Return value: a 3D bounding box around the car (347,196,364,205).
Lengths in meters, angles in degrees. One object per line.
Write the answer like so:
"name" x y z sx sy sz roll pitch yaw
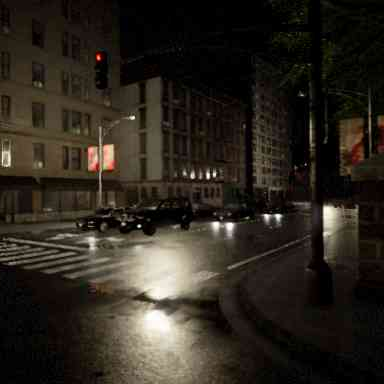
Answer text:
"car" 28.178 1.458 57.347 1.882 1.535 5.008 -1 0 35

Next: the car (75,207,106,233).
"car" -5.049 1.660 21.170 1.837 1.490 4.892 -1 0 35

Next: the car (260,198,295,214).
"car" 9.741 1.625 36.781 2.033 1.411 5.357 -1 0 35

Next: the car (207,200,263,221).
"car" 3.794 1.642 28.224 2.033 1.411 5.357 -1 0 35

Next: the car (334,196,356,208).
"car" 22.681 1.352 49.420 2.097 1.767 4.553 -1 0 35

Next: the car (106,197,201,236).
"car" -2.048 1.333 19.800 2.150 2.045 5.566 -1 -1 35

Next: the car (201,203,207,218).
"car" 0.501 1.687 29.176 2.033 1.411 5.357 -1 0 35

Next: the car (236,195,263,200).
"car" 6.427 1.344 37.708 2.150 2.045 5.566 -1 0 35
